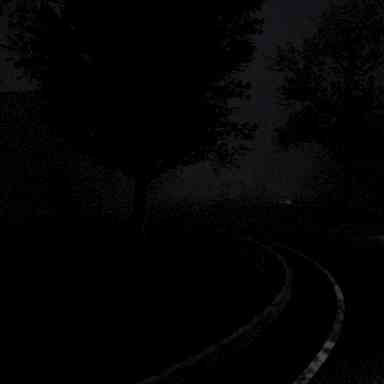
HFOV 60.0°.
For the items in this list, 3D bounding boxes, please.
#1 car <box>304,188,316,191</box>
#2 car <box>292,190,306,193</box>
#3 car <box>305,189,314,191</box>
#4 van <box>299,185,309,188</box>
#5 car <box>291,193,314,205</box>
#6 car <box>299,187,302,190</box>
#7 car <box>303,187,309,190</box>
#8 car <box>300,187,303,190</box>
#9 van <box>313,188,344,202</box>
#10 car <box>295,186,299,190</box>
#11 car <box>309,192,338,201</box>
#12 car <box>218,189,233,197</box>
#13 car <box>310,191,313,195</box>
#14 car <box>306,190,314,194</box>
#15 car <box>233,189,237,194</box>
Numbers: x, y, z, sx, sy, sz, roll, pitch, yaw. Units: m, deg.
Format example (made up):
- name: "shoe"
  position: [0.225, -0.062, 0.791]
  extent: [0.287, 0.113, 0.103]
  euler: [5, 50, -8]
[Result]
- name: "car"
  position: [25.842, 0.621, 67.708]
  extent: [5.008, 1.535, 2.097]
  euler: [1, 2, 13]
- name: "car"
  position: [18.528, 0.900, 58.683]
  extent: [1.837, 1.490, 4.892]
  euler: [1, 2, 13]
- name: "car"
  position: [25.205, 0.718, 65.008]
  extent: [4.892, 1.521, 2.231]
  euler: [1, 2, 13]
- name: "van"
  position: [29.083, -0.076, 81.187]
  extent: [4.442, 1.987, 1.878]
  euler: [1, 2, 13]
- name: "car"
  position: [16.296, 1.254, 49.893]
  extent: [1.895, 1.301, 4.718]
  euler: [1, 1, 5]
- name: "car"
  position: [28.337, 0.282, 78.523]
  extent: [4.674, 1.452, 2.002]
  euler: [1, 2, 13]
- name: "car"
  position: [26.495, 0.401, 70.400]
  extent: [4.553, 1.767, 2.185]
  euler: [1, 2, 13]
- name: "car"
  position: [27.709, 0.336, 75.817]
  extent: [5.008, 1.535, 2.097]
  euler: [1, 2, 13]
- name: "van"
  position: [22.597, 0.873, 54.218]
  extent: [4.442, 1.987, 1.878]
  euler: [1, 2, 13]
- name: "car"
  position: [30.189, -0.012, 86.634]
  extent: [4.792, 1.488, 2.163]
  euler: [1, 2, 13]
- name: "car"
  position: [24.613, 0.843, 62.300]
  extent: [4.792, 1.488, 2.163]
  euler: [1, 2, 13]
- name: "car"
  position: [6.560, 0.344, 67.602]
  extent: [1.994, 1.385, 4.181]
  euler: [1, 2, 13]
- name: "car"
  position: [23.362, 1.035, 56.895]
  extent: [4.792, 1.488, 2.163]
  euler: [1, 2, 13]
- name: "car"
  position: [23.778, 0.902, 59.646]
  extent: [5.366, 1.575, 1.946]
  euler: [1, 2, 13]
- name: "car"
  position: [10.392, -0.167, 84.498]
  extent: [2.033, 1.411, 5.357]
  euler: [1, 2, 13]
